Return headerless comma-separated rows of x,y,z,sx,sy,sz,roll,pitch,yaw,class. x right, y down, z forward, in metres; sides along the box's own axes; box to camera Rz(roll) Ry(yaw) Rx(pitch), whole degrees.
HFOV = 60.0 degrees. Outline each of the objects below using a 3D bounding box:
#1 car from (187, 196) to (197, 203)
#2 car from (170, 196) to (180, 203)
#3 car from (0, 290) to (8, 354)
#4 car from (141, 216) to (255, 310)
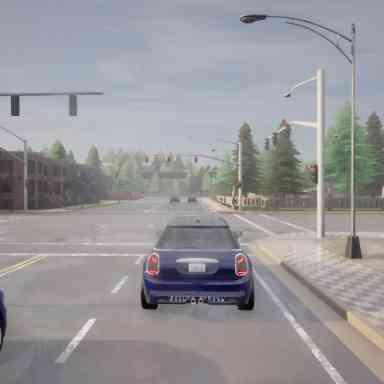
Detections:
0.037,1.505,68.264,1.837,1.490,4.892,0,0,0,car
-3.463,1.505,68.266,1.837,1.490,4.892,0,0,0,car
-3.441,1.478,2.522,1.882,1.535,5.008,0,0,0,car
0.158,1.352,7.976,2.097,1.767,4.553,0,0,2,car
